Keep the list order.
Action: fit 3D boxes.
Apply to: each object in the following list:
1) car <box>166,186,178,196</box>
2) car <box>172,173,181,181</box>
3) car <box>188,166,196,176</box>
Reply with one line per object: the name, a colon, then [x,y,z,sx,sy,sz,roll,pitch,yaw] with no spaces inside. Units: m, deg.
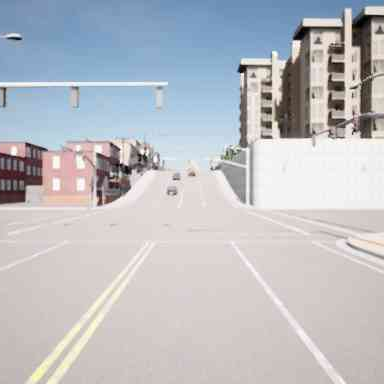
car: [-3.542,-0.297,59.633,2.128,1.511,4.902,0,9,1]
car: [-3.502,-3.558,75.548,2.033,1.411,5.357,0,13,0]
car: [-0.003,-4.645,80.724,1.895,1.301,4.718,0,12,0]
